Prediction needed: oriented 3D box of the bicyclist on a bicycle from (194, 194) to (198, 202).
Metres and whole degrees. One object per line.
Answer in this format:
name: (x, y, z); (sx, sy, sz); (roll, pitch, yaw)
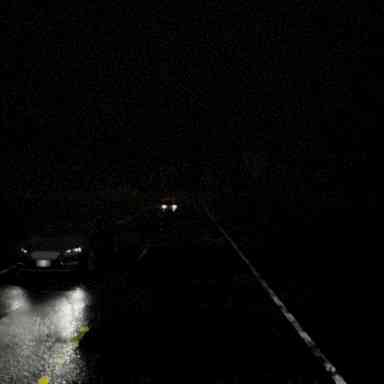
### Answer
bicyclist on a bicycle: (0.910, 1.262, 61.164); (0.866, 1.612, 1.509); (0, 0, 0)

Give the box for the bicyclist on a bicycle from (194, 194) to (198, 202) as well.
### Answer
bicyclist on a bicycle: (0.912, 1.237, 70.400); (0.866, 1.612, 1.509); (0, 0, 0)

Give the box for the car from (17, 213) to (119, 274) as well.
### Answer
car: (-3.607, 1.459, 10.516); (2.128, 1.511, 4.902); (0, 0, 0)

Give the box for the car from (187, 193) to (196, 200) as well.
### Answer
car: (-0.049, 1.203, 81.780); (1.812, 1.442, 4.674); (0, 0, 0)

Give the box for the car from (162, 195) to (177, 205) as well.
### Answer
car: (-3.595, 1.199, 53.136); (2.097, 1.767, 4.553); (0, 0, 0)
